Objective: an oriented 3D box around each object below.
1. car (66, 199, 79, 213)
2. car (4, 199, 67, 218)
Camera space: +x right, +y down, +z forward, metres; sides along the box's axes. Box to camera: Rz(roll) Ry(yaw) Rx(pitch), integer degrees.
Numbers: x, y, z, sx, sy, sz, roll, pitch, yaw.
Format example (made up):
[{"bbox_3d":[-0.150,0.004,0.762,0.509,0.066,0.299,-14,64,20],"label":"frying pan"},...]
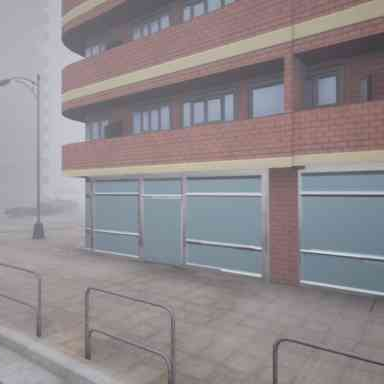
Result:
[{"bbox_3d":[-14.405,1.505,35.446,1.837,1.490,4.892,0,0,36],"label":"car"},{"bbox_3d":[-14.121,1.601,29.910,1.895,1.301,4.718,0,0,36],"label":"car"}]
